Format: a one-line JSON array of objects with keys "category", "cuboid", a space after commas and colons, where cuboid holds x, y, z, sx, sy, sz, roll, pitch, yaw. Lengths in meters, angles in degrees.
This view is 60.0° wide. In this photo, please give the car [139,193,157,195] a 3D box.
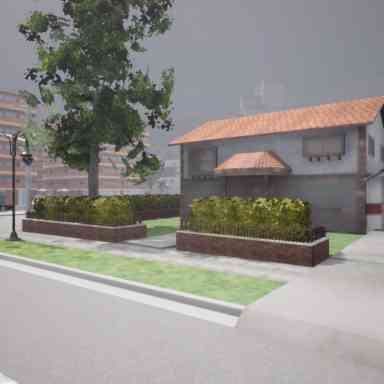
[{"category": "car", "cuboid": [-7.679, 1.217, 54.121, 2.150, 2.045, 5.566, 0, 1, 36]}]

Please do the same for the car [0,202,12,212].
[{"category": "car", "cuboid": [-21.589, 1.601, 35.037, 1.895, 1.301, 4.718, 0, 0, 33]}]
